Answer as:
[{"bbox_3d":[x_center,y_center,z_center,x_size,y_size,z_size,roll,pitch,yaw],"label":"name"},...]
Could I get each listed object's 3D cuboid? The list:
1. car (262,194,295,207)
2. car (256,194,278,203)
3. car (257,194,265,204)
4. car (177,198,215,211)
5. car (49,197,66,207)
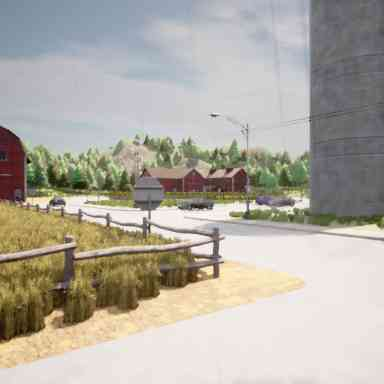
[{"bbox_3d":[13.259,1.488,49.336,4.902,1.511,2.128,0,0,-36],"label":"car"},{"bbox_3d":[16.369,1.306,73.147,1.932,1.855,4.605,0,0,-36],"label":"car"},{"bbox_3d":[12.875,1.477,54.175,2.242,1.667,4.611,0,0,-36],"label":"car"},{"bbox_3d":[0.482,1.490,39.886,4.902,1.511,2.128,0,0,-36],"label":"car"},{"bbox_3d":[-21.199,1.525,52.419,1.812,1.442,4.674,0,0,-34],"label":"car"}]
